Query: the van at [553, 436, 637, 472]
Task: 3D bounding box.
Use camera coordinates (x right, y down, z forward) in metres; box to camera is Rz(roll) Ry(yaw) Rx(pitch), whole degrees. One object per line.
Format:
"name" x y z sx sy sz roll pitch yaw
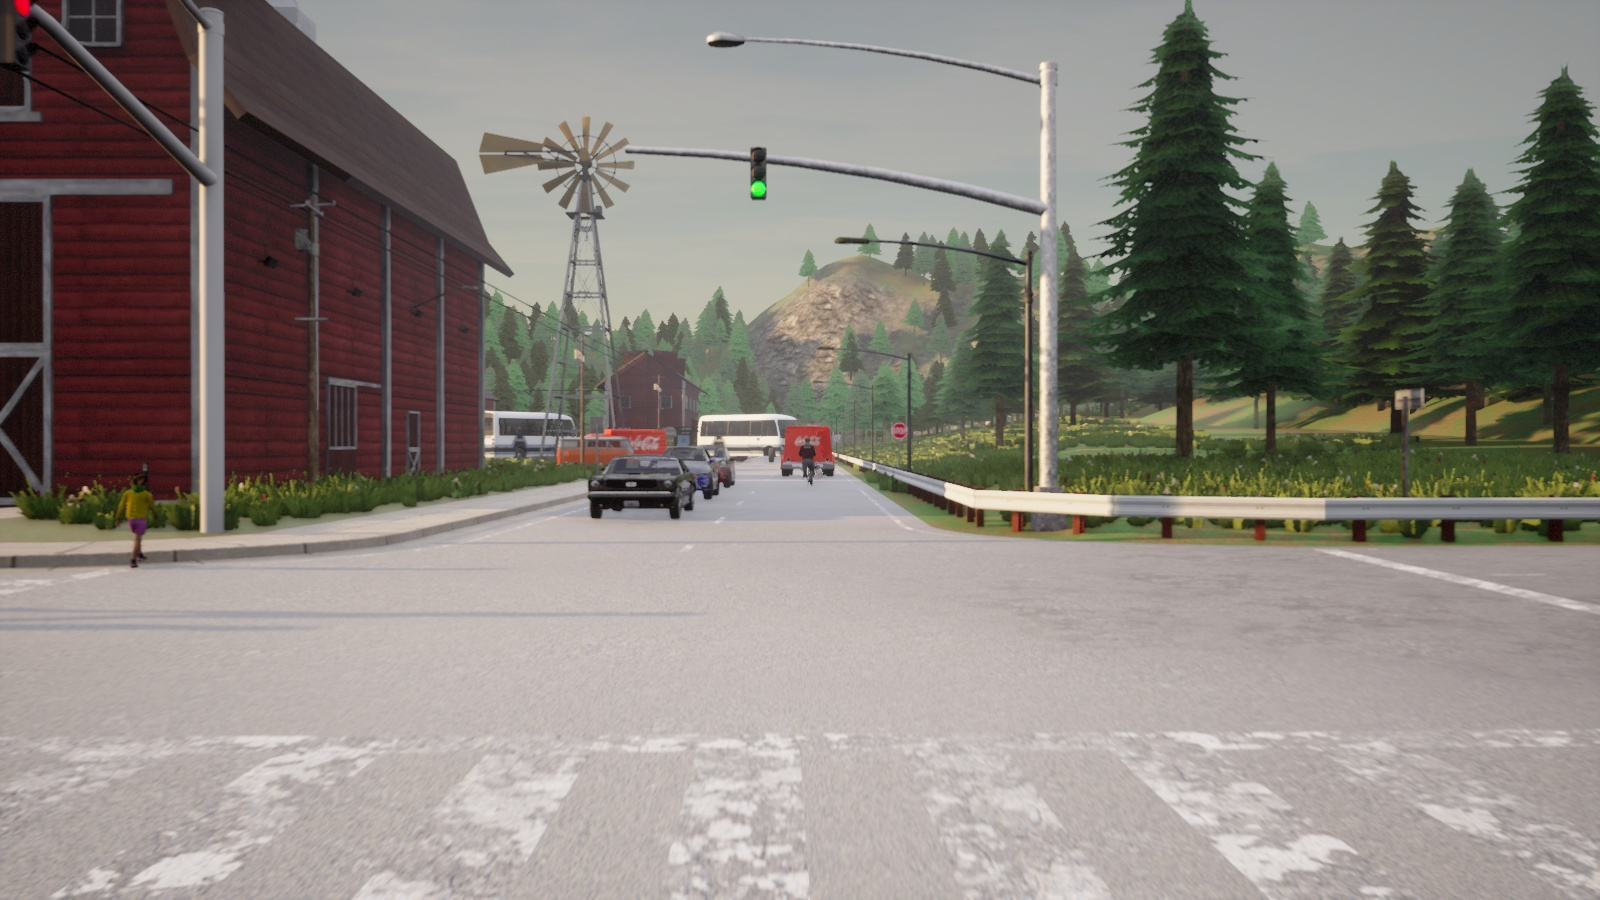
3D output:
"van" -11.607 0.217 71.351 4.442 1.987 1.775 0 0 2

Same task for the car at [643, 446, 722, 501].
"car" -3.280 0.621 35.759 1.816 1.474 4.193 0 0 0

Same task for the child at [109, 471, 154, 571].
"child" -7.914 0.832 14.879 0.299 1.160 0.473 0 0 -3

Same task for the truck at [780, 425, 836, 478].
"truck" 0.369 0.037 61.018 2.627 2.467 5.204 0 1 0

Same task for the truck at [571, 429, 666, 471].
"truck" -10.916 -0.038 75.507 5.204 2.467 2.627 0 1 -21

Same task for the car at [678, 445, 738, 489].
"car" -3.229 0.587 44.608 1.845 1.501 3.633 0 0 0

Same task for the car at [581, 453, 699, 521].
"car" -3.330 0.741 26.999 1.895 1.301 4.718 0 0 0
